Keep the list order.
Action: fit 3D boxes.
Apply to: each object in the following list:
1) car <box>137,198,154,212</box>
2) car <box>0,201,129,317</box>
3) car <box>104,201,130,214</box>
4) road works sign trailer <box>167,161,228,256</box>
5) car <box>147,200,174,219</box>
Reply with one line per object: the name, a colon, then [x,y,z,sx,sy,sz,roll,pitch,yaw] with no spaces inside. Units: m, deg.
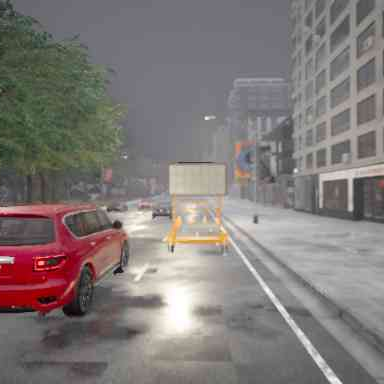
car: [-5.930,1.649,44.454,2.097,1.767,4.553,0,0,1]
car: [-3.013,1.298,7.751,2.150,2.045,5.566,0,0,1]
car: [-9.228,1.846,41.470,2.033,1.411,5.357,0,0,1]
road works sign trailer: [0.219,0.561,13.618,2.380,3.560,2.880,0,0,1]
car: [-2.669,1.762,31.781,2.033,1.411,5.357,0,0,1]
